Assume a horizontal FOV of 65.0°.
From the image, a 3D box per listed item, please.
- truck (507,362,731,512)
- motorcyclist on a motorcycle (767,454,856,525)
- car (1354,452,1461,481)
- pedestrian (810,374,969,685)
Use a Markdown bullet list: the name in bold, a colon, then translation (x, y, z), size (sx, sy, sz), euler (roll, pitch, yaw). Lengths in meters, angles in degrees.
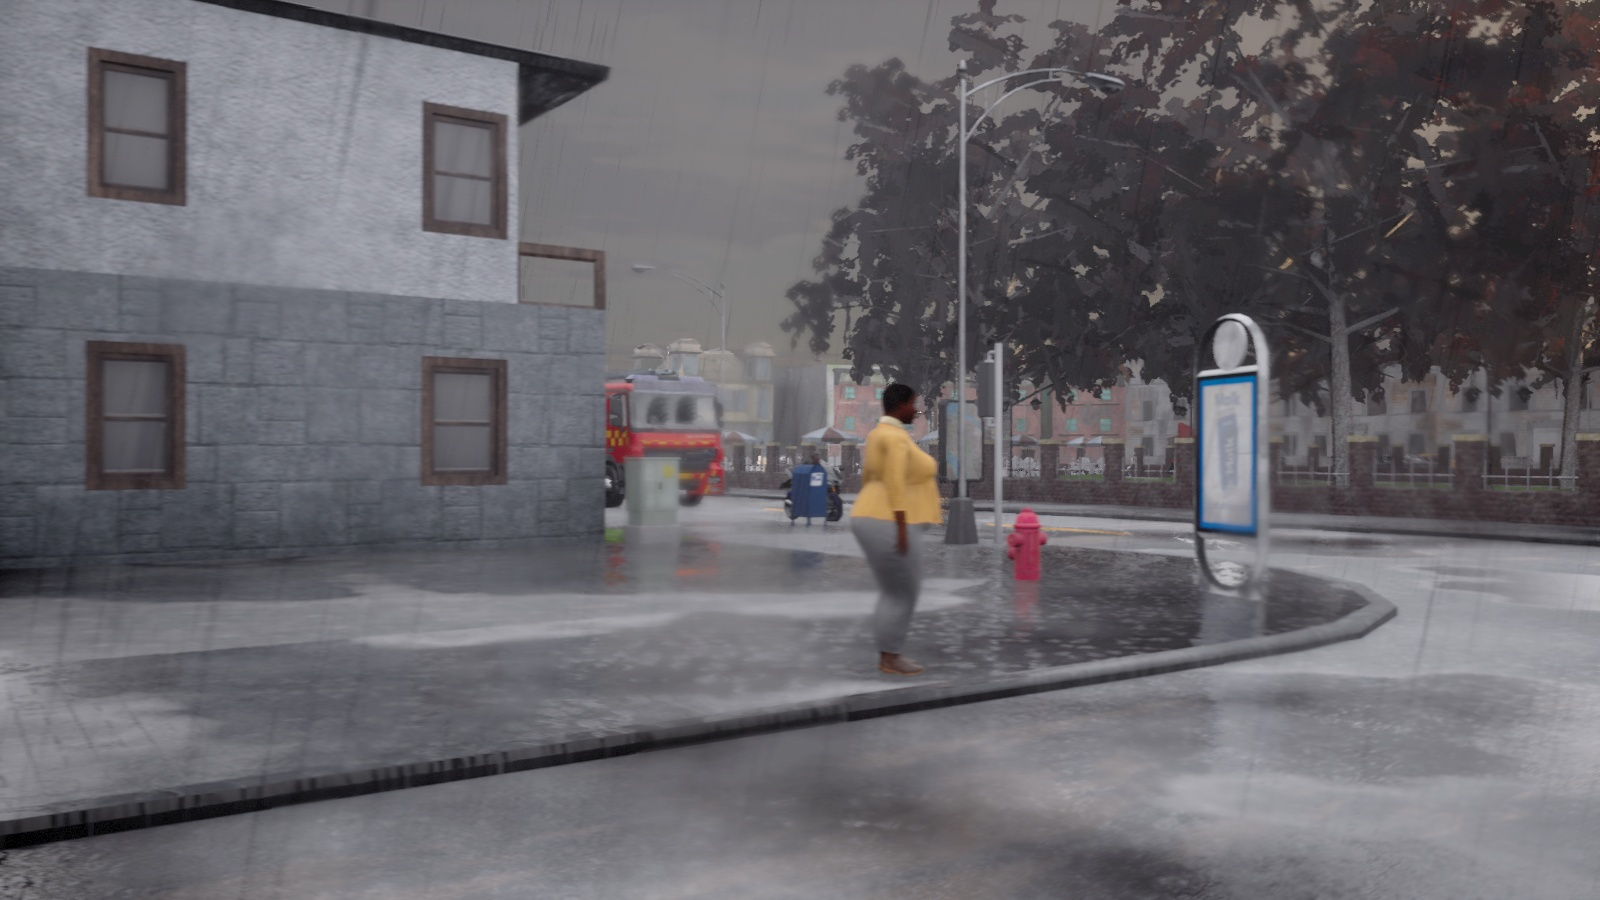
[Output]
- **truck**: translation (-5.441, -0.317, 36.160), size (2.891, 3.827, 8.468), euler (0, 0, -35)
- **motorcyclist on a motorcycle**: translation (0.238, 0.851, 28.013), size (0.866, 1.530, 2.191), euler (0, 0, -35)
- **car**: translation (32.660, 0.858, 67.646), size (1.837, 1.490, 4.892), euler (0, 0, -35)
- **pedestrian**: translation (0.541, 0.474, 7.960), size (0.900, 1.855, 0.874), euler (0, 0, -3)
